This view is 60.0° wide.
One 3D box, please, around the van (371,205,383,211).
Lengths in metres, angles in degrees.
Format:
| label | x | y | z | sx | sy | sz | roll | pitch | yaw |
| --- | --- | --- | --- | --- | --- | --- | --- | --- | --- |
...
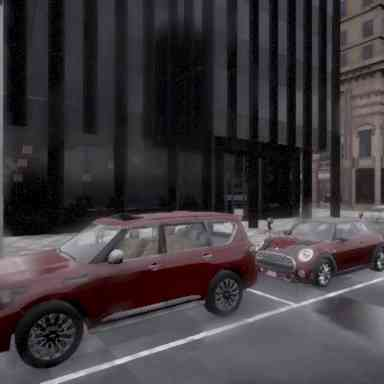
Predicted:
| label | x | y | z | sx | sy | sz | roll | pitch | yaw |
| --- | --- | --- | --- | --- | --- | --- | --- | --- | --- |
| van | 8.107 | 1.342 | 12.426 | 3.998 | 1.788 | 1.690 | 0 | 0 | -35 |

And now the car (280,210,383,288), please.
| label | x | y | z | sx | sy | sz | roll | pitch | yaw |
| --- | --- | --- | --- | --- | --- | --- | --- | --- | --- |
| car | 3.547 | 1.440 | 9.174 | 4.097 | 1.590 | 1.967 | 0 | 0 | -35 |

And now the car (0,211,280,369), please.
| label | x | y | z | sx | sy | sz | roll | pitch | yaw |
| --- | --- | --- | --- | --- | --- | --- | --- | --- | --- |
| car | -1.014 | 1.315 | 5.920 | 5.009 | 1.841 | 2.192 | 0 | 0 | -35 |
